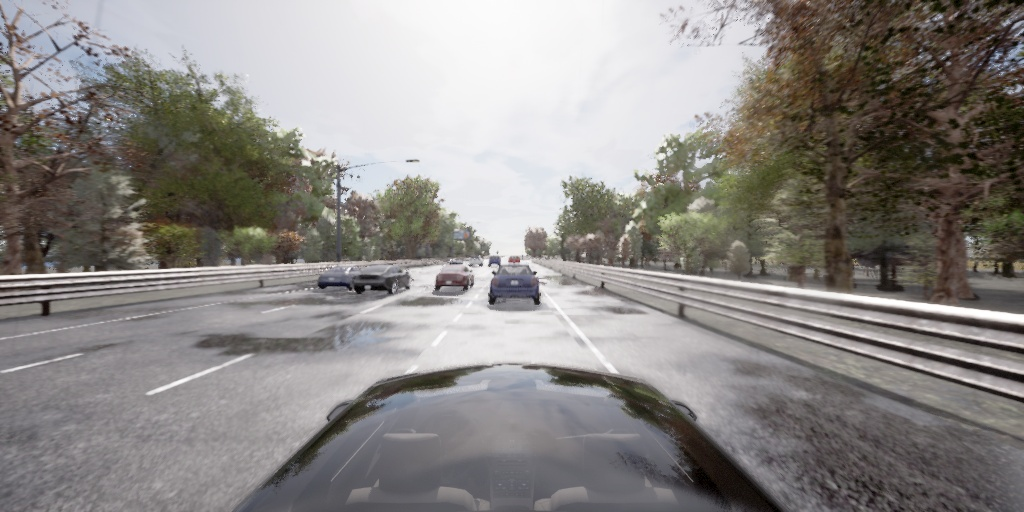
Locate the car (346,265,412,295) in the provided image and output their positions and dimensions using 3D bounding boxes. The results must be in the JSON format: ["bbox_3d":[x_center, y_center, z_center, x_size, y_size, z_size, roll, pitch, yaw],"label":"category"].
[{"bbox_3d":[-6.882,1.239,19.562,1.837,1.490,4.892,0,1,0],"label":"car"}]

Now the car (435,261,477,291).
[{"bbox_3d":[-3.377,1.256,21.536,1.812,1.442,4.674,0,0,0],"label":"car"}]

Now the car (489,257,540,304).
[{"bbox_3d":[0.110,1.086,16.491,2.097,1.767,4.553,0,0,0],"label":"car"}]

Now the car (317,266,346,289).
[{"bbox_3d":[-10.374,1.294,22.618,1.994,1.385,4.181,0,0,0],"label":"car"}]
